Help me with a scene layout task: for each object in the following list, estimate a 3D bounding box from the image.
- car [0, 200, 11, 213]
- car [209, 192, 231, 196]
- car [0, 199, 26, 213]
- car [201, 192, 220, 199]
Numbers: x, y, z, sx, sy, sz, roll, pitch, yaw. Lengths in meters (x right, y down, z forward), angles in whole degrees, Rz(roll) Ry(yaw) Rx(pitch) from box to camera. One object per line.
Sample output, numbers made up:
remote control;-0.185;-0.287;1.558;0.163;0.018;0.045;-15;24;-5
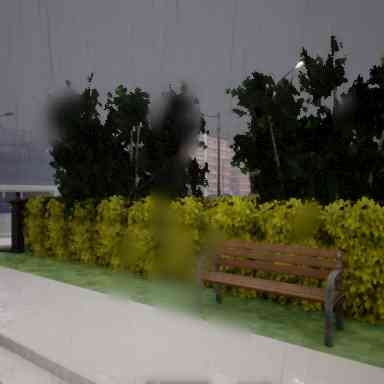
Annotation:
car;-18.654;1.524;32.952;2.033;1.411;5.357;0;0;35
car;6.163;0.710;68.203;2.128;1.511;4.902;0;1;35
car;-21.008;1.515;35.712;2.033;1.411;5.357;0;0;35
car;3.955;0.730;71.129;1.812;1.442;4.674;0;1;35
